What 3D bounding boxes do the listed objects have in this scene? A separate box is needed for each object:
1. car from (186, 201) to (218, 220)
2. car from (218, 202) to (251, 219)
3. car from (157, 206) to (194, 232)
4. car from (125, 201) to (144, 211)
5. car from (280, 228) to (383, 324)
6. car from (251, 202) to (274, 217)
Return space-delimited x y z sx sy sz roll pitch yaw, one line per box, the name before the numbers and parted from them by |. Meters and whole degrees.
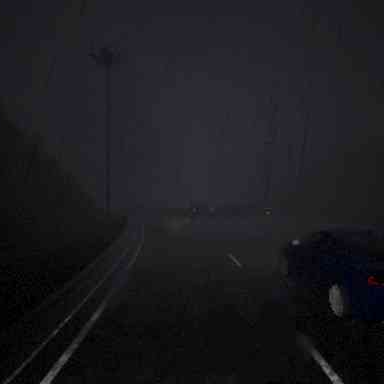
car | 0.561 1.615 30.681 2.097 1.767 4.553 0 -1 -12
car | 3.697 1.759 32.827 1.882 1.535 5.008 1 -1 -13
car | -1.316 1.789 21.745 1.895 1.301 4.718 0 0 -8
car | -8.228 1.974 47.538 1.994 1.385 4.181 0 -1 -21
car | 3.474 1.542 7.413 1.882 1.535 5.008 0 0 -2
car | 6.834 1.803 34.758 1.837 1.490 4.892 1 -1 -14
